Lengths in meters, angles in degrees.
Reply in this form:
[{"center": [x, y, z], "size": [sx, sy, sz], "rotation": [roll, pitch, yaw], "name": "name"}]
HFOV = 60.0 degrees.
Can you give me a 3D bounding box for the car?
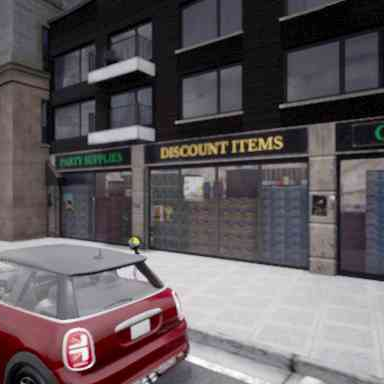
[{"center": [-2.113, 1.454, 4.584], "size": [4.097, 1.590, 1.967], "rotation": [0, 0, 35], "name": "car"}]
